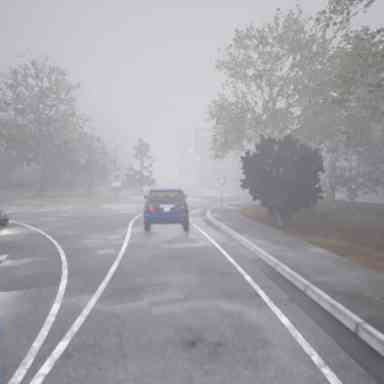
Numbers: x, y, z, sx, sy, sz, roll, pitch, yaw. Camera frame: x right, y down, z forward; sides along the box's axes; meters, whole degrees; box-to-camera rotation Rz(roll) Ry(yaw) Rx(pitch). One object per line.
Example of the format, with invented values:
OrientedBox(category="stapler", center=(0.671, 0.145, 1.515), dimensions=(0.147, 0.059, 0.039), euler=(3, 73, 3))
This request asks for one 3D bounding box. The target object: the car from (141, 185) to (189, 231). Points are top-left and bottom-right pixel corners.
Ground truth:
OrientedBox(category="car", center=(-1.368, 0.743, 17.570), dimensions=(2.150, 2.045, 5.566), euler=(0, 3, -5))

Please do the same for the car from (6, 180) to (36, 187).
OrientedBox(category="car", center=(-30.442, -1.433, 59.285), dimensions=(5.008, 1.535, 1.882), euler=(-2, 4, -45))

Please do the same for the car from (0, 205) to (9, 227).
OrientedBox(category="car", center=(-11.339, 1.062, 17.501), dimensions=(4.674, 1.442, 1.812), euler=(3, 4, 41))

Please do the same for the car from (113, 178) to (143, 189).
OrientedBox(category="car", center=(-11.893, -1.492, 61.882), dimensions=(5.566, 2.045, 2.150), euler=(0, 3, 7))
